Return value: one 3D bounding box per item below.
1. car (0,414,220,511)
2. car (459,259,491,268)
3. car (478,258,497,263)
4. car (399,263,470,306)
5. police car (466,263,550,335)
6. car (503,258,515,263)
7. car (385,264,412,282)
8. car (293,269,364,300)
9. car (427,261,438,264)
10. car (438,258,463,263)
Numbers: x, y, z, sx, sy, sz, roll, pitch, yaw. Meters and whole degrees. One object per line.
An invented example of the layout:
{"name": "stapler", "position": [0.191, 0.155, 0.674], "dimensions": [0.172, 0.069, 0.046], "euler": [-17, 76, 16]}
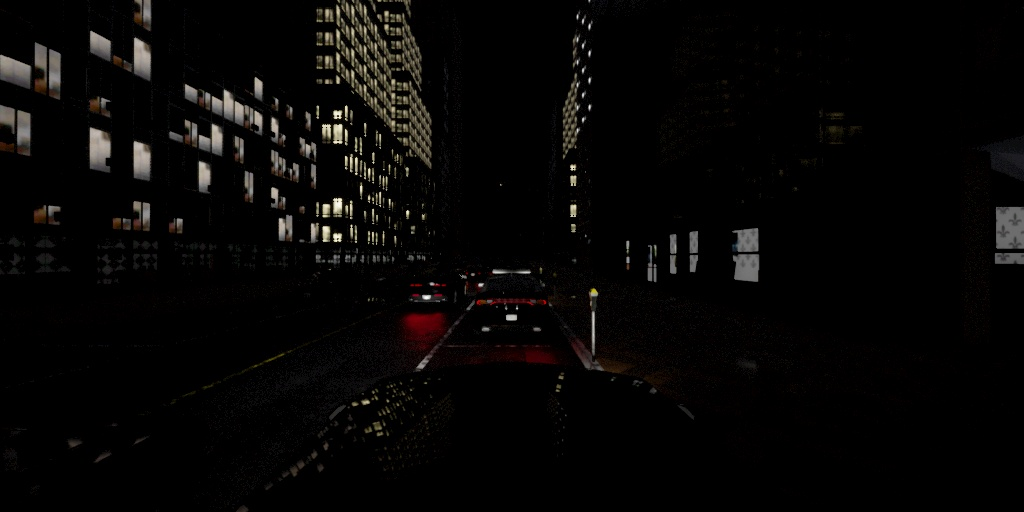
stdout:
{"name": "car", "position": [-3.054, 1.351, 0.421], "dimensions": [1.895, 1.301, 4.718], "euler": [0, 0, 0]}
{"name": "car", "position": [-3.060, 1.267, 30.422], "dimensions": [1.812, 1.442, 4.674], "euler": [0, 0, 0]}
{"name": "car", "position": [-3.051, 1.222, 47.954], "dimensions": [2.128, 1.511, 4.902], "euler": [0, 0, 0]}
{"name": "car", "position": [-3.146, 1.254, 15.646], "dimensions": [1.837, 1.490, 4.892], "euler": [0, 0, 0]}
{"name": "police car", "position": [-0.012, 1.174, 10.609], "dimensions": [1.930, 1.638, 5.238], "euler": [0, 0, 0]}
{"name": "car", "position": [-0.455, 1.298, 46.099], "dimensions": [1.948, 1.339, 4.313], "euler": [0, 0, 0]}
{"name": "car", "position": [-8.835, 1.325, 29.033], "dimensions": [1.802, 1.307, 4.207], "euler": [0, 0, 0]}
{"name": "car", "position": [-8.836, 1.313, 17.650], "dimensions": [1.948, 1.339, 4.313], "euler": [0, 0, 0]}
{"name": "car", "position": [-8.836, 1.286, 40.419], "dimensions": [2.007, 1.370, 4.403], "euler": [0, 0, 0]}
{"name": "car", "position": [-6.231, 1.284, 39.261], "dimensions": [2.033, 1.411, 5.357], "euler": [0, 0, 0]}
